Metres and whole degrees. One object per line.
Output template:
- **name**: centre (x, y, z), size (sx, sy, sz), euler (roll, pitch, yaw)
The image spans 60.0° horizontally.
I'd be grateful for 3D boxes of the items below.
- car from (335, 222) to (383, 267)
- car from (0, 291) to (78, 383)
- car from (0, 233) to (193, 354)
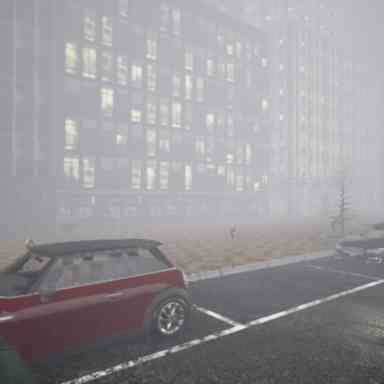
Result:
- **car**: centre (6.762, 1.753, 11.722), size (4.403, 1.369, 2.008), euler (1, -1, -37)
- **car**: centre (-2.987, 1.611, 1.093), size (4.718, 1.301, 1.895), euler (1, -1, -37)
- **car**: centre (-2.046, 1.512, 5.063), size (4.097, 1.590, 1.967), euler (1, -1, -37)
